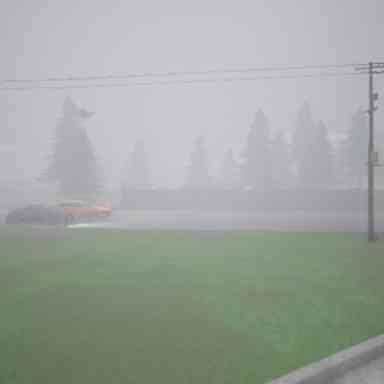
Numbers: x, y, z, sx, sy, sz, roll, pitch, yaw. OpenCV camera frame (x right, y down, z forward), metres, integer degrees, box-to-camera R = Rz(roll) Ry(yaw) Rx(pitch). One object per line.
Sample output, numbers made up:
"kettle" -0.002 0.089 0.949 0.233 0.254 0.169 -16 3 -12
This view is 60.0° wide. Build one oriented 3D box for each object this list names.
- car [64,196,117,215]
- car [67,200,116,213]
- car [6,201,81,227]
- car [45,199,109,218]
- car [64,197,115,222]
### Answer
"car" -9.876 1.264 32.600 4.553 1.767 2.097 0 0 5
"car" -10.875 1.504 36.206 4.718 1.301 1.895 0 0 5
"car" -10.009 1.498 22.068 4.181 1.385 1.994 0 0 5
"car" -9.969 1.411 29.093 4.902 1.511 2.128 0 0 5
"car" -8.712 1.407 25.462 5.008 1.535 1.882 0 0 5
